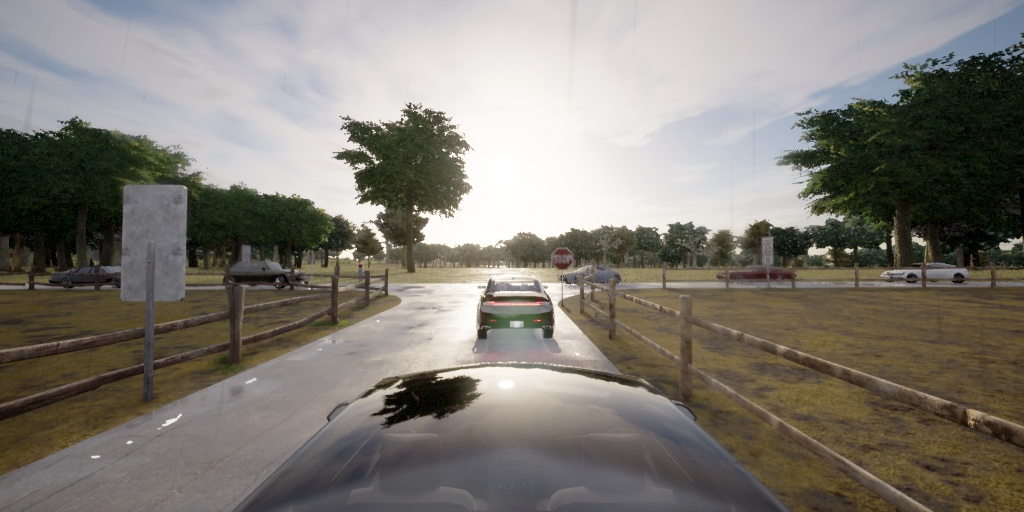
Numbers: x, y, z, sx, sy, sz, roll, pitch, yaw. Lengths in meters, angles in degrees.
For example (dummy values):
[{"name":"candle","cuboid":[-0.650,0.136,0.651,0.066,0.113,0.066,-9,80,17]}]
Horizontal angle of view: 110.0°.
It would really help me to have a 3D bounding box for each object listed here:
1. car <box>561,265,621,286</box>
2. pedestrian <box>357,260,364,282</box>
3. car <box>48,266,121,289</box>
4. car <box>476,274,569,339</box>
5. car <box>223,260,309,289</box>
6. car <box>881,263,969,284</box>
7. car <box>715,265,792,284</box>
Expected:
[{"name":"car","cuboid":[5.372,1.336,24.869,4.181,1.385,1.994,0,-2,-14]},{"name":"pedestrian","cuboid":[-12.189,1.189,28.848,0.375,1.860,0.375,0,-1,0]},{"name":"car","cuboid":[-25.894,1.315,22.831,5.357,1.411,2.033,0,-2,0]},{"name":"car","cuboid":[0.041,1.255,10.106,2.128,1.511,4.902,0,0,-1]},{"name":"car","cuboid":[-15.517,1.122,22.820,4.553,1.767,2.097,0,-2,1]},{"name":"car","cuboid":[29.087,1.197,25.329,4.674,1.442,1.812,-1,-2,6]},{"name":"car","cuboid":[17.359,1.340,25.820,4.718,1.301,1.895,0,-2,1]}]
